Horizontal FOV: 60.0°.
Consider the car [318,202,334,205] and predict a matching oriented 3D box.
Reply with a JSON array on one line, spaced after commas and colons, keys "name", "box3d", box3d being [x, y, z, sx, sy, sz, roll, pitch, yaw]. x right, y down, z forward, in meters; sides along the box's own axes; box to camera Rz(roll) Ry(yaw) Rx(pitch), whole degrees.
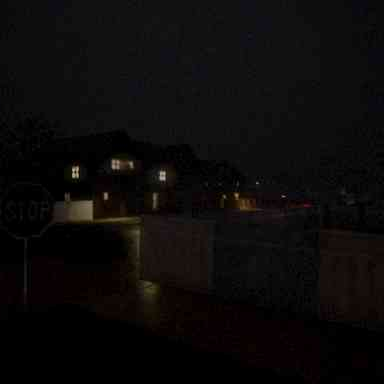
[{"name": "car", "box3d": [19.736, 2.088, 48.801, 1.895, 1.301, 4.718, 1, 0, 35]}]

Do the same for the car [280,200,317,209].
[{"name": "car", "box3d": [12.242, 1.676, 38.035, 2.097, 1.767, 4.553, 1, 0, 35]}]

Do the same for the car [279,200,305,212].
[{"name": "car", "box3d": [13.478, 1.879, 44.683, 1.837, 1.490, 4.892, 1, -1, 35]}]
